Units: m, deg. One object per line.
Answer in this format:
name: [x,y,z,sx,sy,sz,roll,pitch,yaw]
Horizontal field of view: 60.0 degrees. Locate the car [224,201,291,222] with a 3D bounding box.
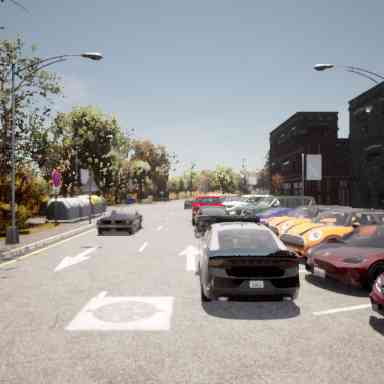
car: [5.215,1.544,26.648,4.792,1.488,2.163,1,0,-20]

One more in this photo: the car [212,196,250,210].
car: [5.247,1.446,44.683,4.553,1.767,2.185,1,0,-20]

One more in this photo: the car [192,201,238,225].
car: [1.104,1.491,18.347,1.882,1.535,5.008,0,0,0]

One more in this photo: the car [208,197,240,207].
car: [5.186,1.646,53.687,4.674,1.452,2.002,1,0,-20]

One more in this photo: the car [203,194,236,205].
car: [5.155,1.390,62.723,5.566,2.045,2.435,1,0,-20]

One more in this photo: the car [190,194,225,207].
car: [1.091,1.249,24.379,2.150,2.045,5.566,0,0,0]

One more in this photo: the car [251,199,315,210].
car: [5.294,1.369,14.659,4.553,1.767,2.185,1,0,-20]

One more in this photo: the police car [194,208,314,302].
police car: [1.130,1.428,8.457,1.930,1.638,5.238,0,0,0]

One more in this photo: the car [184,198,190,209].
car: [-0.141,1.586,46.906,2.128,1.511,4.902,0,0,0]

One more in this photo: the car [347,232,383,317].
car: [5.287,1.527,5.646,4.674,1.452,2.002,1,0,-20]

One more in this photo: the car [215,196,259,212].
car: [5.195,1.423,38.665,4.553,1.767,2.185,1,0,-20]

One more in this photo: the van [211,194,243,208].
van: [5.305,1.370,50.732,4.442,1.987,1.878,1,-1,-20]

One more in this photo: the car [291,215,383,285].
car: [5.248,1.517,8.637,4.792,1.488,2.163,1,0,-20]

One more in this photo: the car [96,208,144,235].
car: [-3.980,1.615,18.939,1.895,1.301,4.718,0,0,0]

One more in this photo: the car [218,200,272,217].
car: [5.210,1.559,32.650,4.792,1.488,2.163,1,0,-20]

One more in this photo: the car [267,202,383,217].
car: [5.300,1.366,11.658,4.553,1.767,2.185,1,0,-20]

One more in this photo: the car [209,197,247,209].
car: [5.197,1.582,47.685,5.008,1.535,2.097,1,-1,-20]

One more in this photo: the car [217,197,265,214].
car: [5.200,1.413,35.664,4.553,1.767,2.185,1,0,-20]

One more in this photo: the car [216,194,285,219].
car: [5.217,1.270,29.650,5.566,2.045,2.435,1,0,-20]

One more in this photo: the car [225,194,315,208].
car: [5.241,1.251,20.634,5.566,2.045,2.435,1,0,-20]

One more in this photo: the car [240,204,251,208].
car: [5.253,1.538,17.655,4.674,1.452,2.002,1,0,-20]

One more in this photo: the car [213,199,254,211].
car: [5.221,1.600,41.673,4.674,1.452,2.002,1,0,-20]

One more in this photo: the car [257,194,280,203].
car: [18.054,1.462,78.769,2.435,2.045,5.566,0,0,-22]

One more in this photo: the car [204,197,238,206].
car: [4.992,1.612,56.628,5.366,1.575,1.946,1,0,-20]
